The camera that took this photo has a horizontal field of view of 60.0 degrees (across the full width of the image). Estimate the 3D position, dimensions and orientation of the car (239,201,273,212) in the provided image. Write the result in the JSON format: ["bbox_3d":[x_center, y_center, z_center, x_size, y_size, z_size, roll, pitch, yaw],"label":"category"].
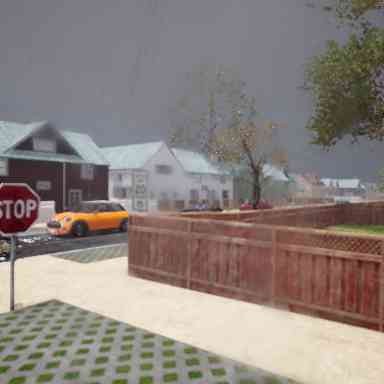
[{"bbox_3d":[6.615,1.679,34.202,1.882,1.535,5.008,1,0,37],"label":"car"}]

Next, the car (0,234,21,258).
[{"bbox_3d":[-7.370,1.504,9.738,2.033,1.411,5.357,1,0,4],"label":"car"}]

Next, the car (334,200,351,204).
[{"bbox_3d":[23.632,1.948,52.024,2.128,1.511,4.902,1,0,36],"label":"car"}]

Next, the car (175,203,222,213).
[{"bbox_3d":[0.523,1.594,26.085,2.128,1.511,4.902,1,0,37],"label":"car"}]

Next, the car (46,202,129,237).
[{"bbox_3d":[-5.479,1.356,18.064,2.097,1.767,4.553,1,0,37],"label":"car"}]
